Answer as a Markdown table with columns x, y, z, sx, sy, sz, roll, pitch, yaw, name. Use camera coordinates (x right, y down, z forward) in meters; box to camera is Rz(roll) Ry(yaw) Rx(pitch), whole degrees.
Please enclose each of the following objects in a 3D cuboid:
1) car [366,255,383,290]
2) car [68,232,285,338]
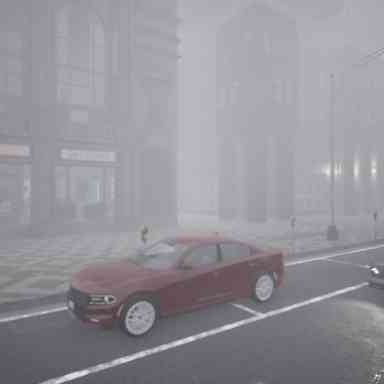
| x | y | z | sx | sy | sz | roll | pitch | yaw | name |
| --- | --- | --- | --- | --- | --- | --- | --- | --- | --- |
| 6.309 | 1.545 | 7.876 | 5.357 | 1.411 | 2.033 | 0 | 0 | -35 | car |
| -0.081 | 1.544 | 6.591 | 4.507 | 1.381 | 1.887 | 0 | 0 | -35 | car |
